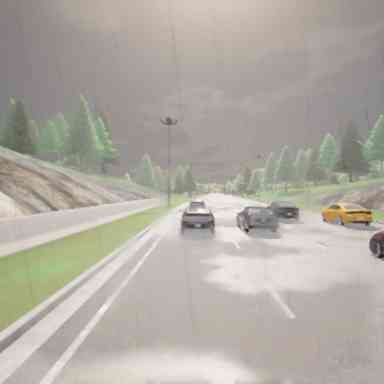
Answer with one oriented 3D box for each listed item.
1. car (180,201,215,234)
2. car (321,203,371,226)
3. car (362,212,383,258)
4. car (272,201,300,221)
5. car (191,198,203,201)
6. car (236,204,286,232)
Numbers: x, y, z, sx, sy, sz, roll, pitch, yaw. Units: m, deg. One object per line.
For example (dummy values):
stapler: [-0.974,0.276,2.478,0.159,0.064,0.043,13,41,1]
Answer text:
car: [0.332,1.505,19.348,2.128,1.511,4.902,0,0,1]
car: [10.889,1.536,23.834,1.882,1.535,5.008,0,0,1]
car: [7.230,1.561,9.896,1.812,1.442,4.674,0,0,0]
car: [7.439,1.524,27.760,1.882,1.535,5.008,0,0,1]
car: [0.597,1.518,40.106,2.128,1.511,4.902,0,0,1]
car: [3.838,1.575,20.141,2.033,1.411,5.357,0,0,1]
